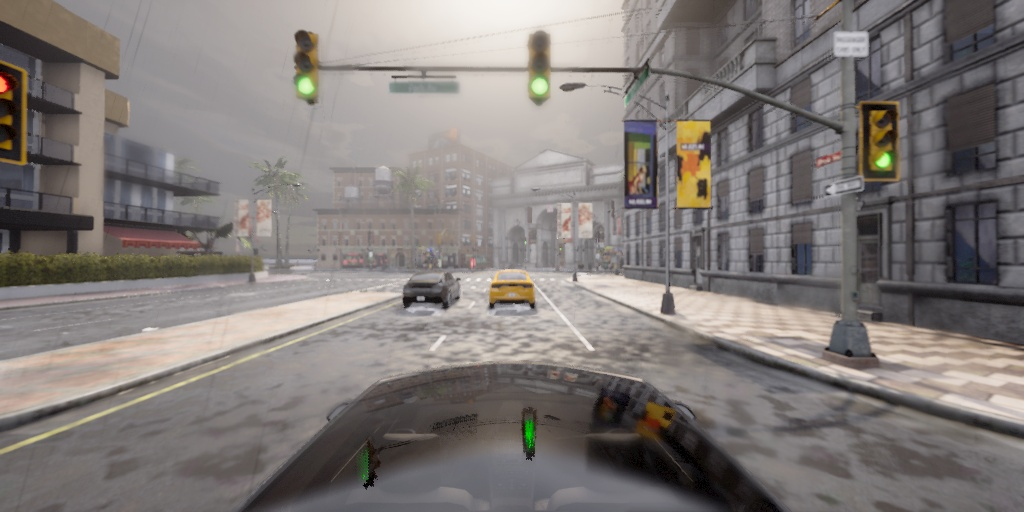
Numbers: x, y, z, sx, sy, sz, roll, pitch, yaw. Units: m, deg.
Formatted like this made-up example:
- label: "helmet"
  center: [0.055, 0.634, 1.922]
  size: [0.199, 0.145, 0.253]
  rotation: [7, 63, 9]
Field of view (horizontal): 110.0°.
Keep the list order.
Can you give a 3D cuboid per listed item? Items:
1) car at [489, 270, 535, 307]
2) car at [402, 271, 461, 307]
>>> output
- label: "car"
  center: [0.009, 1.365, 16.330]
  size: [1.882, 1.535, 5.008]
  rotation: [0, 0, 0]
- label: "car"
  center: [-3.493, 1.393, 16.163]
  size: [1.837, 1.490, 4.892]
  rotation: [0, 0, 0]
